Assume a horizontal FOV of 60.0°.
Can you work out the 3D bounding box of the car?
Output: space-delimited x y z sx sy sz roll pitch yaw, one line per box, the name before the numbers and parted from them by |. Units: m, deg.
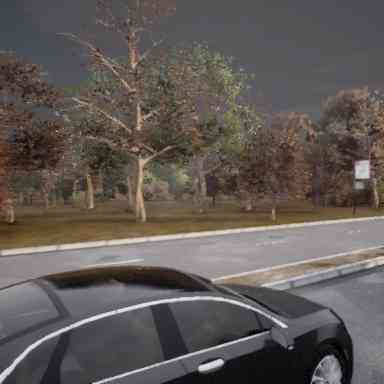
car | -0.401 1.503 3.154 4.892 1.490 1.837 0 0 -35
